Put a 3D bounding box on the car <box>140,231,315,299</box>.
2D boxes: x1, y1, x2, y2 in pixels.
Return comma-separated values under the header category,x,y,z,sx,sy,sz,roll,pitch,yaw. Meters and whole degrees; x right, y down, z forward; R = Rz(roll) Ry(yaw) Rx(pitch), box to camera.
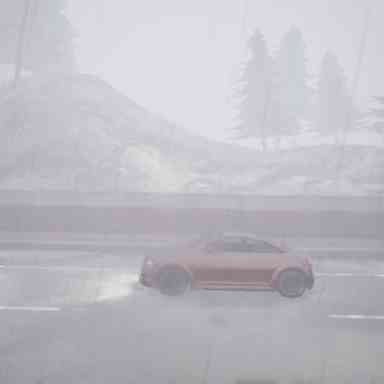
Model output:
category,x,y,z,sx,sy,sz,roll,pitch,yaw
car,0.836,1.689,8.353,4.181,1.385,1.994,1,-1,1
